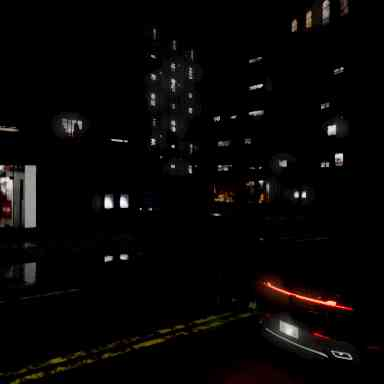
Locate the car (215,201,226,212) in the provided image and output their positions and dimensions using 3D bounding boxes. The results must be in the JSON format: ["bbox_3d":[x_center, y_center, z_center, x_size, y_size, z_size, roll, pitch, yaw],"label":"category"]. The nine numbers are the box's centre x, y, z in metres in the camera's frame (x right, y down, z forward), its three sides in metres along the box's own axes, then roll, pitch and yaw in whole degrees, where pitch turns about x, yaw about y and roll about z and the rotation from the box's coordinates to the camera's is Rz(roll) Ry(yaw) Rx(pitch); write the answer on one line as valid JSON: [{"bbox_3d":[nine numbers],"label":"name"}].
[{"bbox_3d":[0.846,1.066,31.346,5.008,1.535,1.882,1,1,37],"label":"car"}]

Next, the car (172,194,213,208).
[{"bbox_3d":[0.041,1.041,39.219,4.403,1.369,2.008,1,0,37],"label":"car"}]

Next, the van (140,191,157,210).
[{"bbox_3d":[-5.021,0.817,32.546,3.998,1.788,1.690,1,0,37],"label":"van"}]

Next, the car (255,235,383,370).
[{"bbox_3d":[3.230,1.507,5.617,4.892,1.490,1.837,0,0,-35],"label":"car"}]

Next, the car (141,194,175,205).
[{"bbox_3d":[-4.373,0.961,42.543,4.206,1.307,1.802,1,0,37],"label":"car"}]

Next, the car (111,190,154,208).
[{"bbox_3d":[-6.625,0.753,36.977,4.553,1.767,2.097,1,1,37],"label":"car"}]

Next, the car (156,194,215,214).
[{"bbox_3d":[-0.614,1.138,29.221,4.403,1.369,2.008,1,0,37],"label":"car"}]
